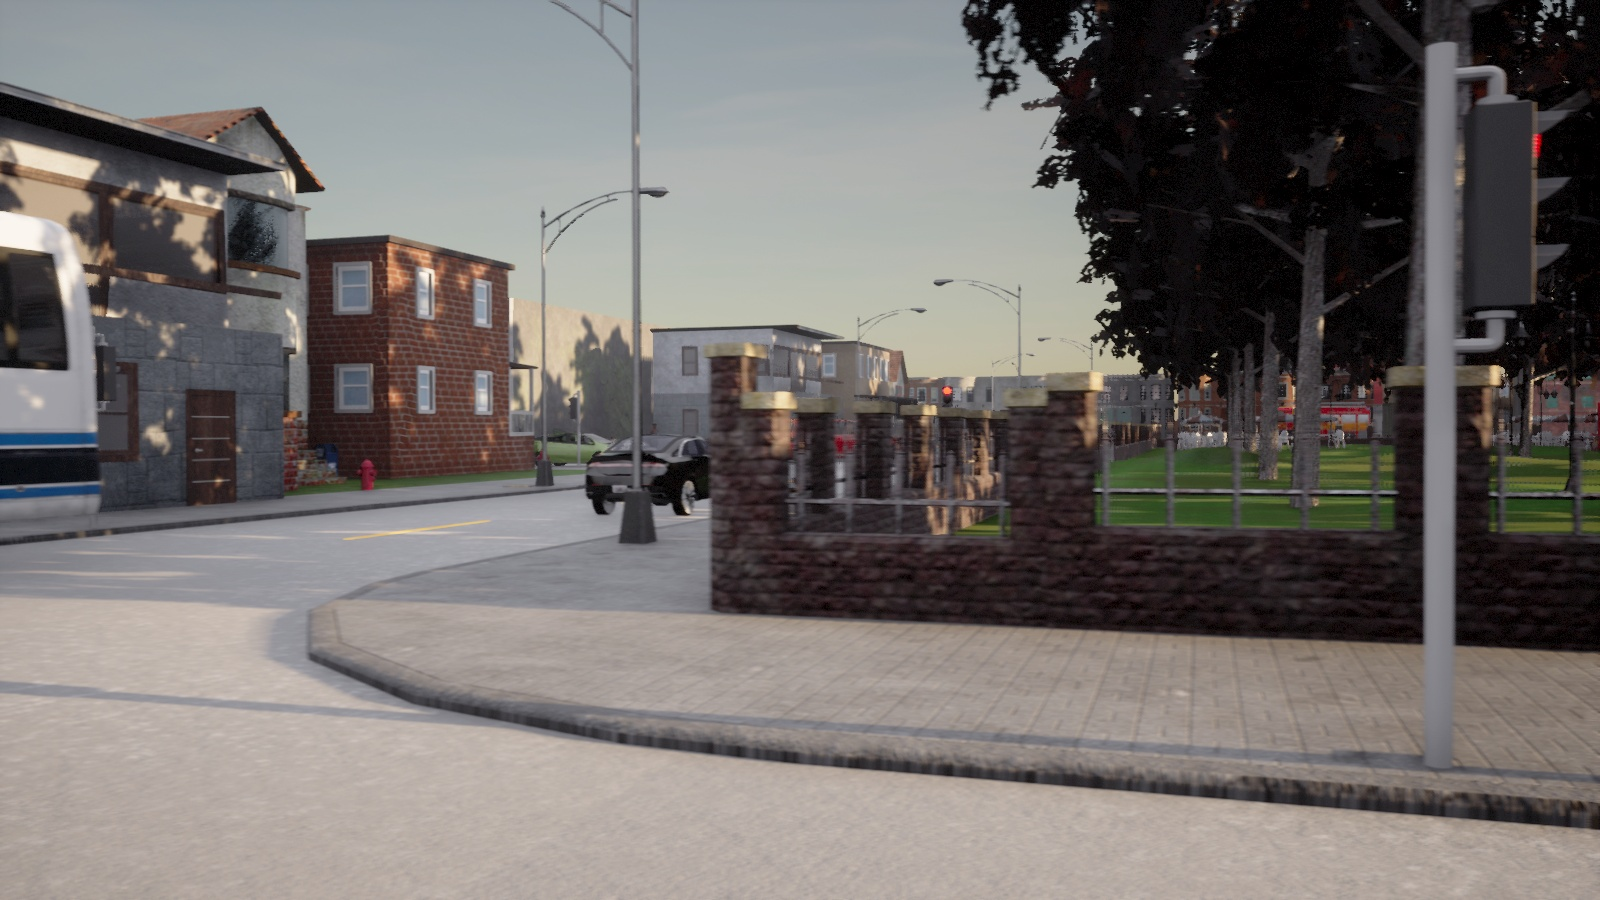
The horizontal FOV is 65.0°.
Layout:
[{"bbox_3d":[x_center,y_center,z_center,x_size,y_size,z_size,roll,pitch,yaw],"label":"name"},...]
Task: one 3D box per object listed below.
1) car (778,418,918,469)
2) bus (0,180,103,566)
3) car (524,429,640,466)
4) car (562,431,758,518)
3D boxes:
[{"bbox_3d":[1.938,-0.277,52.237,5.566,2.045,2.150,0,1,-6],"label":"car"},{"bbox_3d":[-11.896,-0.767,10.783,3.944,4.253,10.273,-1,1,19],"label":"bus"},{"bbox_3d":[-9.428,-0.125,54.275,4.514,1.525,2.007,1,1,18],"label":"car"},{"bbox_3d":[-2.577,0.383,24.574,2.128,1.511,4.902,0,1,16],"label":"car"}]
